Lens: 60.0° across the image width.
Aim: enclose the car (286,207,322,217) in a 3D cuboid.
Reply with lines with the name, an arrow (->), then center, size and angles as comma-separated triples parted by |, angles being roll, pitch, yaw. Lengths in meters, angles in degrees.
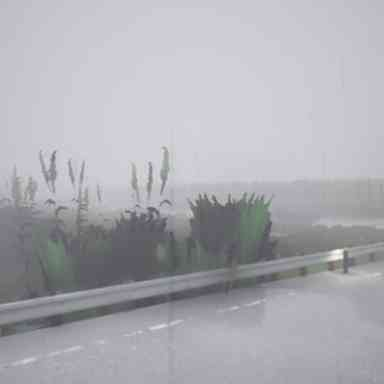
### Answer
car -> 8.960, 1.996, 29.488 | 1.895, 1.301, 4.718 | -1, 0, -42
